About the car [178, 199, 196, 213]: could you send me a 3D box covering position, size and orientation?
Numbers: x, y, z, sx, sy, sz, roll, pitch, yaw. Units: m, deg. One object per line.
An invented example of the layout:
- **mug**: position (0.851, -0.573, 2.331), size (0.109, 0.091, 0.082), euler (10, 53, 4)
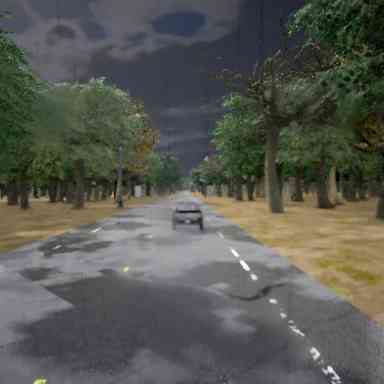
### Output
- **car**: position (-0.561, 1.495, 36.810), size (1.895, 1.301, 4.718), euler (0, 0, -1)

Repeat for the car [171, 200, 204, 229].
- **car**: position (-0.272, 1.442, 21.050), size (2.128, 1.511, 4.902), euler (0, 0, -1)
